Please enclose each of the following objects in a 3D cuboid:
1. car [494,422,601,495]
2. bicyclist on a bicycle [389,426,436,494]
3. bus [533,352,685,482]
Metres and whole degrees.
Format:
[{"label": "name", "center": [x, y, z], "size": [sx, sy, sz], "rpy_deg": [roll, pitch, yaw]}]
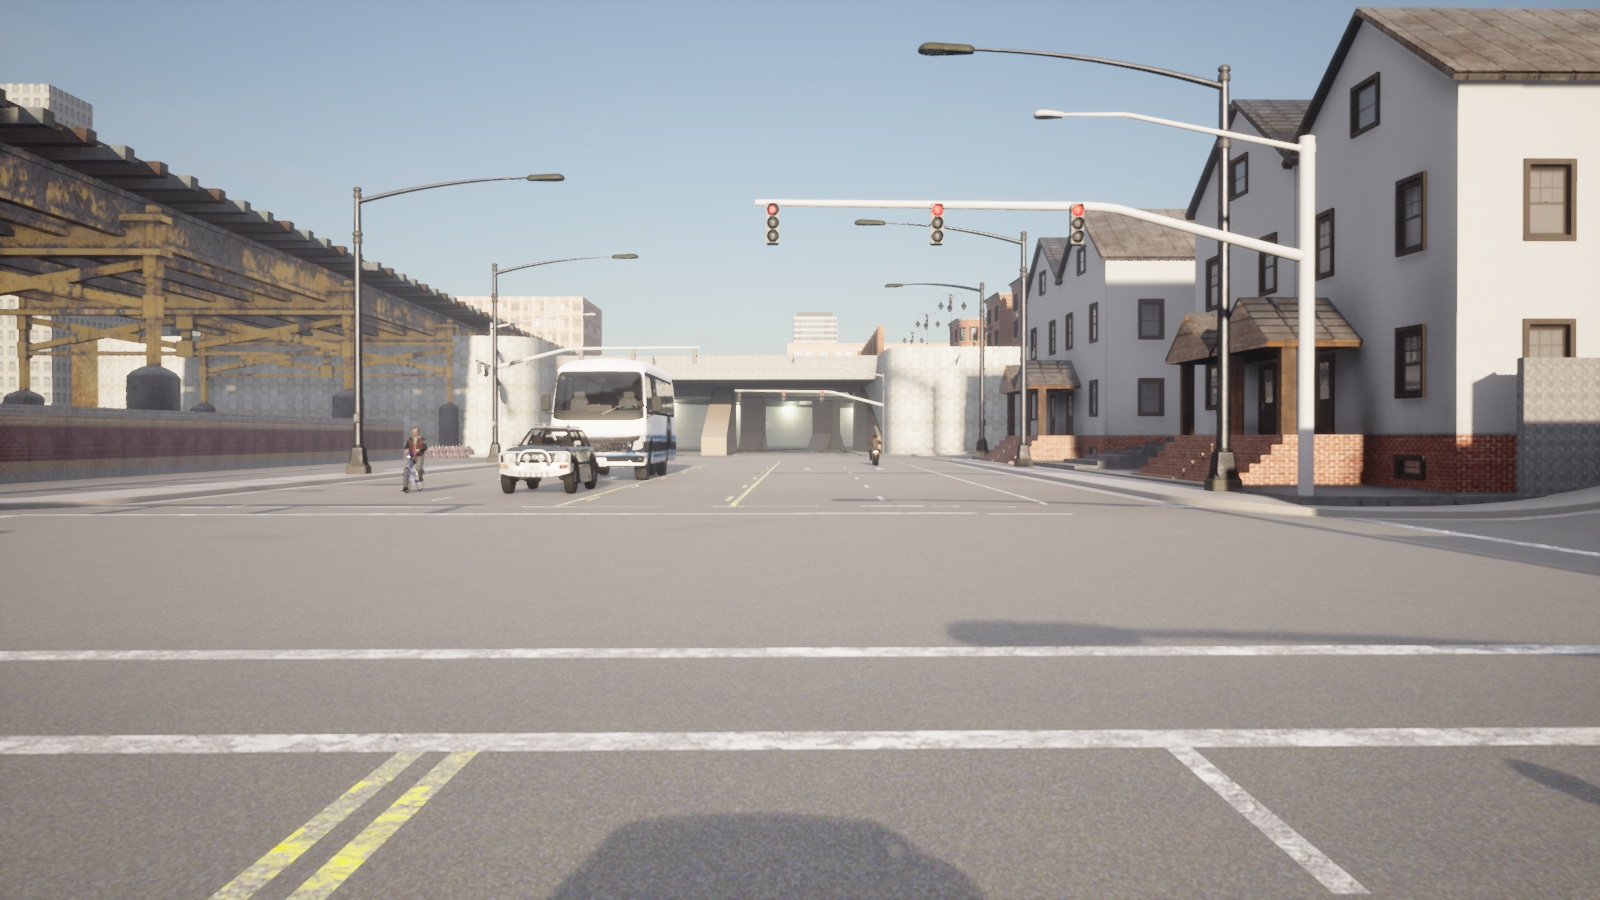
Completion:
[{"label": "car", "center": [-6.786, 0.196, 34.241], "size": [1.932, 1.855, 4.605], "rpy_deg": [0, 1, 1]}, {"label": "bicyclist on a bicycle", "center": [-10.294, 0.255, 33.417], "size": [0.659, 1.776, 1.843], "rpy_deg": [0, 0, 0]}, {"label": "bus", "center": [-6.720, -1.123, 46.168], "size": [3.944, 4.253, 10.273], "rpy_deg": [0, 1, 0]}]
